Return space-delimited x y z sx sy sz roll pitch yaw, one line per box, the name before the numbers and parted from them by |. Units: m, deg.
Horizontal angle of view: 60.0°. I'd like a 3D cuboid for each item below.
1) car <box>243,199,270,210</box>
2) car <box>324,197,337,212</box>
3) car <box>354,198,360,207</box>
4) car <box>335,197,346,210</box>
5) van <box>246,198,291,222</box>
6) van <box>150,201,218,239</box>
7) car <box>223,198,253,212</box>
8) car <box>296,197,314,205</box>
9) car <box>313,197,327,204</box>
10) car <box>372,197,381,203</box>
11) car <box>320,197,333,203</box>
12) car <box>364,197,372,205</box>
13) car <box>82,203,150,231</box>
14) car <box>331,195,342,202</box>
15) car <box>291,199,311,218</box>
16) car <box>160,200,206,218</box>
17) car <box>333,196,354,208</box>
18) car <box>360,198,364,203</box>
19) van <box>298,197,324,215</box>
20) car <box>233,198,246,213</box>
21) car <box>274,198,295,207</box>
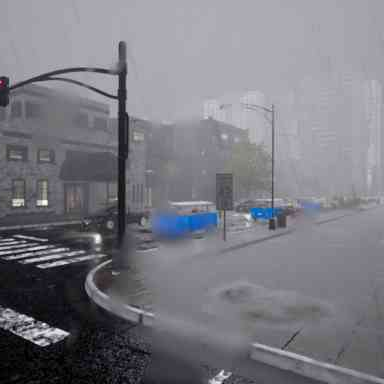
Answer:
car | 8.842 1.629 45.094 1.887 1.381 4.507 0 0 35
car | 15.795 1.671 40.412 1.752 1.417 4.829 0 0 35
car | 25.198 1.517 53.844 2.192 1.841 5.009 0 0 35
car | 18.863 1.729 44.796 1.947 1.339 4.313 0 0 35
van | 6.198 1.436 26.702 1.690 1.788 3.998 0 0 35
van | -0.135 1.407 17.655 1.690 1.788 3.998 0 0 35
car | 5.677 1.507 40.570 1.967 1.590 4.097 0 0 35
car | 21.508 1.706 63.187 1.887 1.381 4.507 0 0 35
car | 27.744 1.729 72.095 1.752 1.417 4.829 0 0 35
car | 44.196 1.900 80.984 1.947 1.339 4.313 0 0 35
car | 31.007 1.792 76.758 1.947 1.339 4.313 0 0 35
car | 34.696 1.810 67.414 1.887 1.381 4.507 0 0 35
car | -4.704 1.524 21.223 1.837 1.490 4.892 1 1 35
car | 37.341 1.713 85.805 1.967 1.590 4.097 0 0 35
car | 9.363 1.656 31.225 1.887 1.381 4.507 0 0 35
car | -0.755 1.558 31.383 1.752 1.417 4.829 0 0 35
car | 22.032 1.497 49.320 2.192 1.841 5.009 0 0 35
car | 28.461 1.748 58.506 1.752 1.417 4.829 0 0 35
van | 12.531 1.469 35.749 1.690 1.788 3.998 0 0 35
car | 6.556 1.583 37.290 1.837 1.490 4.892 1 0 35
car | 15.175 1.666 54.140 1.887 1.381 4.507 0 0 35
